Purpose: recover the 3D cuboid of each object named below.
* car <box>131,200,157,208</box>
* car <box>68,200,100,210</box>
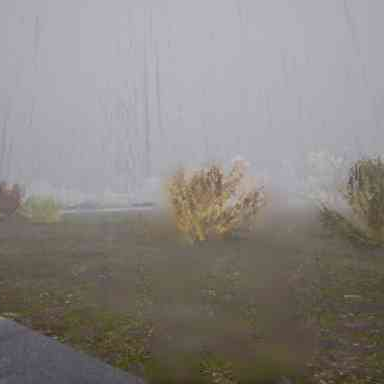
[{"bbox_3d":[-8.485,2.131,58.829,1.895,1.301,4.718,-1,-1,36],"label":"car"},{"bbox_3d":[-15.773,1.900,48.743,1.837,1.490,4.892,-1,-2,36],"label":"car"}]
